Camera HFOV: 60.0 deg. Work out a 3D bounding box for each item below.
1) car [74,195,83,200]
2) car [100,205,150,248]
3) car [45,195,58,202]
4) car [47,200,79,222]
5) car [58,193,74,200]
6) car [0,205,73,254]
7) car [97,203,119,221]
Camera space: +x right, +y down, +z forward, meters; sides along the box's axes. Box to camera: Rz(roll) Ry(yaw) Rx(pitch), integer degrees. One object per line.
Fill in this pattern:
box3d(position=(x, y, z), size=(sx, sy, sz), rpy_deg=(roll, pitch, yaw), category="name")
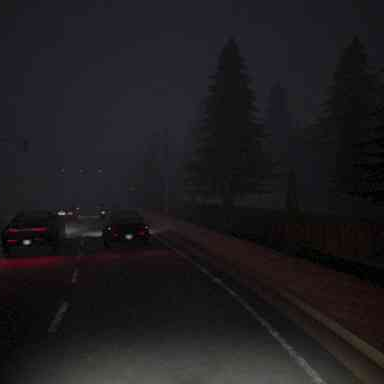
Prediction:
box3d(position=(-32.045, 1.471, 89.657), size=(2.097, 1.767, 4.553), rpy_deg=(0, 0, -39), category="car")
box3d(position=(-3.040, 1.531, 14.956), size=(1.812, 1.442, 4.674), rpy_deg=(0, 0, -16), category="car")
box3d(position=(-34.486, 1.692, 80.889), size=(1.994, 1.385, 4.181), rpy_deg=(0, 0, -28), category="car")
box3d(position=(-10.006, 1.586, 26.109), size=(2.033, 1.411, 5.357), rpy_deg=(0, 0, -16), category="car")
box3d(position=(-31.939, 1.347, 83.457), size=(2.150, 2.045, 5.566), rpy_deg=(0, 0, -31), category="car")
box3d(position=(-6.341, 1.518, 13.768), size=(2.128, 1.511, 4.902), rpy_deg=(0, 0, -16), category="car")
box3d(position=(-6.648, 1.564, 27.096), size=(2.033, 1.411, 5.357), rpy_deg=(0, 0, -16), category="car")
